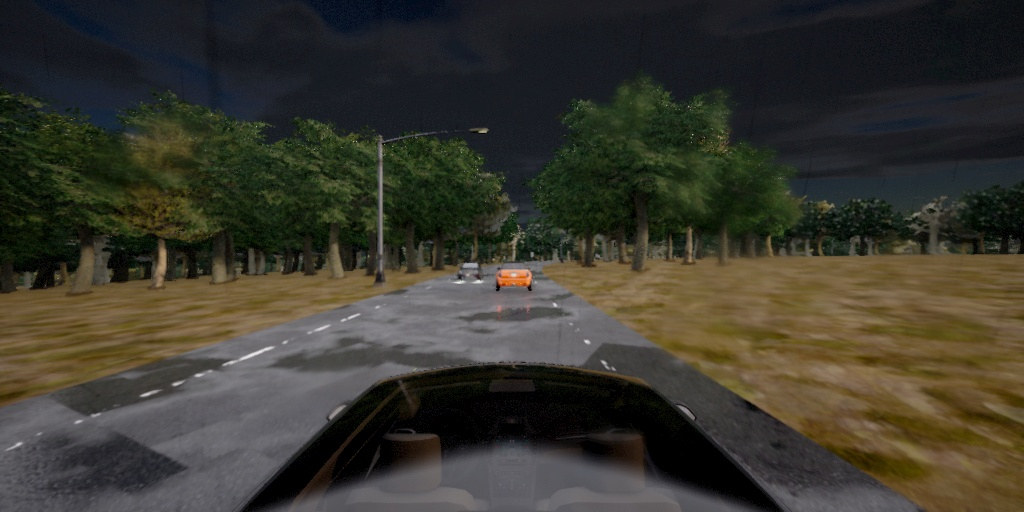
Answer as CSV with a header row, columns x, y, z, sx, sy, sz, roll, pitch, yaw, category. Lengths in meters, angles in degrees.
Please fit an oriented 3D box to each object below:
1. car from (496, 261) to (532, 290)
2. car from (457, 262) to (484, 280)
x,y,z,sx,sy,sz,roll,pitch,yaw,category
0.113,1.095,22.375,2.097,1.767,4.553,0,0,0,car
-3.495,1.252,30.919,1.812,1.442,4.674,0,0,1,car
